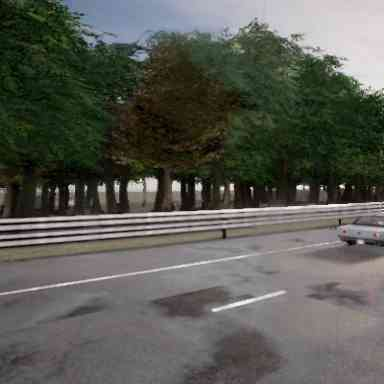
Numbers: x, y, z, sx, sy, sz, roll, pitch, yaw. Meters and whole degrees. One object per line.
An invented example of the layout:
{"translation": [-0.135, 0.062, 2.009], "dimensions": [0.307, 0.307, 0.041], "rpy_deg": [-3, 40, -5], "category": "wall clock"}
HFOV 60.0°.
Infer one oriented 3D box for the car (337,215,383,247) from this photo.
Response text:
{"translation": [8.198, 1.590, 13.891], "dimensions": [4.718, 1.301, 1.895], "rpy_deg": [0, 0, -35], "category": "car"}
